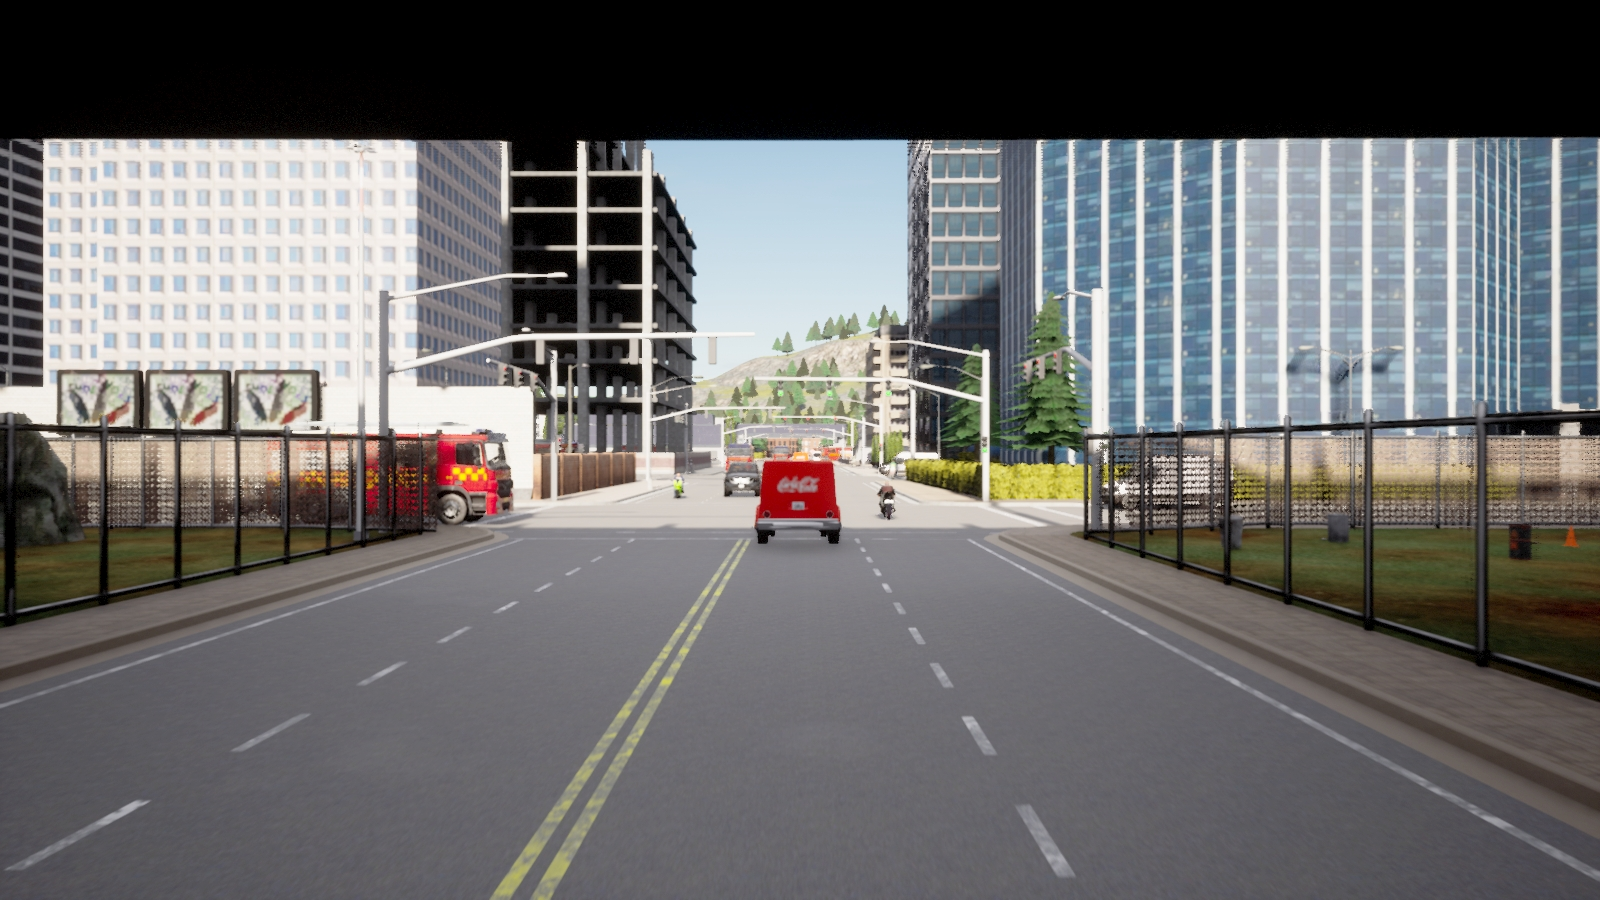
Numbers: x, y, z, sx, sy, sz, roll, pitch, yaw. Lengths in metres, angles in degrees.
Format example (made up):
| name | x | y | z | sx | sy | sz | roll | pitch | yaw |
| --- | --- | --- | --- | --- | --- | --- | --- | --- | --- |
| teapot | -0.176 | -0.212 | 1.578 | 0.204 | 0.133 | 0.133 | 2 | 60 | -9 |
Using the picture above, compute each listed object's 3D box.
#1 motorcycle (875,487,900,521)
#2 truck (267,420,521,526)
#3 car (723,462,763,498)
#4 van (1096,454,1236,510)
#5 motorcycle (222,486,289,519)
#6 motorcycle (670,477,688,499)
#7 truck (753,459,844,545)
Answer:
| name | x | y | z | sx | sy | sz | roll | pitch | yaw |
| --- | --- | --- | --- | --- | --- | --- | --- | --- | --- |
| motorcycle | 3.539 | 2.181 | 46.409 | 0.867 | 1.251 | 2.209 | 0 | 0 | 0 |
| truck | -14.981 | 0.840 | 42.610 | 8.468 | 3.827 | 2.891 | 0 | 0 | 0 |
| car | -3.440 | 1.783 | 69.698 | 2.150 | 2.045 | 5.566 | 0 | 0 | 0 |
| van | 17.006 | 1.481 | 53.252 | 5.915 | 2.561 | 1.988 | 0 | 0 | 0 |
| motorcycle | -22.090 | 2.117 | 46.375 | 2.356 | 1.277 | 0.764 | 0 | 0 | 0 |
| motorcycle | -6.944 | 2.189 | 65.440 | 0.803 | 1.199 | 2.033 | 0 | 0 | 0 |
| truck | -0.060 | 1.547 | 35.622 | 2.627 | 2.467 | 5.204 | 0 | -1 | 0 |
